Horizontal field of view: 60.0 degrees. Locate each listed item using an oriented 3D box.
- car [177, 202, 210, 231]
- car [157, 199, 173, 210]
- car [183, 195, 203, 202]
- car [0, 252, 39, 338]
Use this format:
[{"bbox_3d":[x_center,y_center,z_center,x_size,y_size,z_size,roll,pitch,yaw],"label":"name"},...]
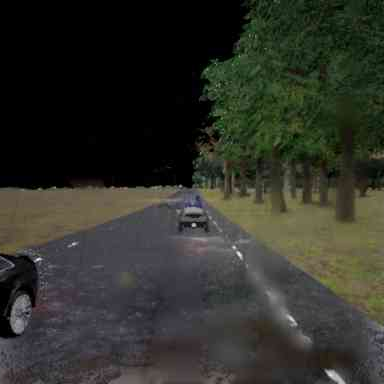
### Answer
[{"bbox_3d":[0.105,1.608,21.161,1.837,1.490,4.892,0,0,0],"label":"car"},{"bbox_3d":[-3.570,1.669,44.768,1.895,1.301,4.718,0,0,0],"label":"car"},{"bbox_3d":[0.105,1.317,40.673,2.150,2.045,5.566,0,1,0],"label":"car"},{"bbox_3d":[-3.590,1.514,3.869,2.128,1.511,4.902,0,0,0],"label":"car"}]
